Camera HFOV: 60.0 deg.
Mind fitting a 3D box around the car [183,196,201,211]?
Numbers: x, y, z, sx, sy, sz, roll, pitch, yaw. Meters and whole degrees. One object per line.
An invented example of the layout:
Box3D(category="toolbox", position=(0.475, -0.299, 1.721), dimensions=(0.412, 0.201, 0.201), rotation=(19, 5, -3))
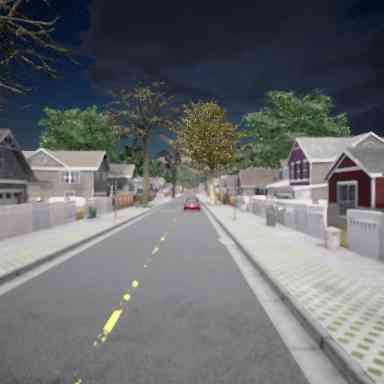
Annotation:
Box3D(category="car", position=(0.004, 1.445, 38.952), dimensions=(1.994, 1.385, 4.181), rotation=(0, 0, 0))

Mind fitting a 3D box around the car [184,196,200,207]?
Box3D(category="car", position=(0.009, 1.342, 49.257), dimensions=(2.128, 1.511, 4.902), rotation=(0, 0, 0))
